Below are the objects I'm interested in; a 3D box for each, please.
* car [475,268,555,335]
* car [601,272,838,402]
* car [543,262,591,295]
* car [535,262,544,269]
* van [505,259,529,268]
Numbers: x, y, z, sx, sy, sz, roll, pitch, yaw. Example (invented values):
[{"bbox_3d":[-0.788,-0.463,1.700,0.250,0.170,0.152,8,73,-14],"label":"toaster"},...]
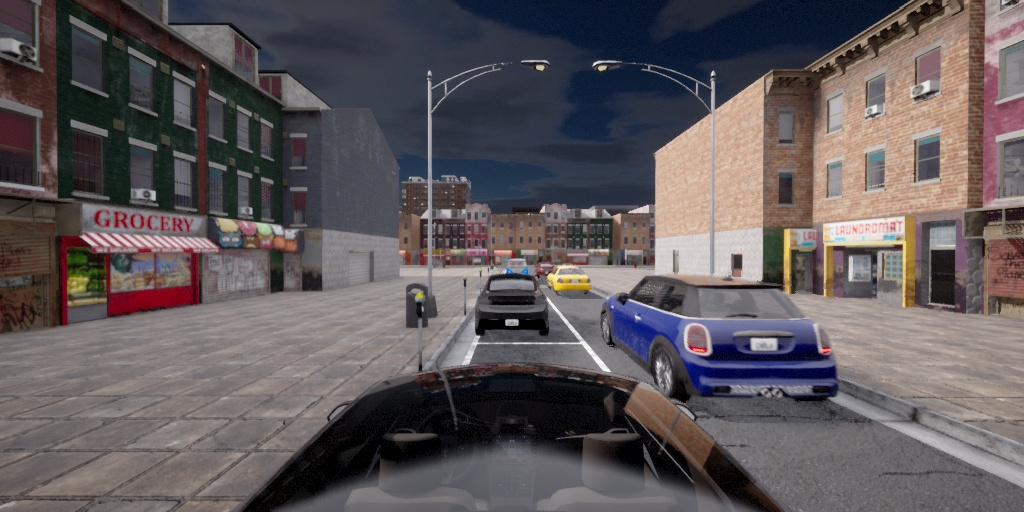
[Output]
[{"bbox_3d":[0.000,1.253,10.501,1.837,1.490,4.892,0,0,0],"label":"car"},{"bbox_3d":[3.116,1.104,6.552,2.097,1.767,4.553,0,0,0],"label":"car"},{"bbox_3d":[3.021,1.206,19.786,1.801,1.575,5.366,0,0,0],"label":"car"},{"bbox_3d":[3.113,1.283,33.432,1.812,1.442,4.674,0,0,0],"label":"car"},{"bbox_3d":[0.382,1.095,27.349,1.690,1.789,3.998,0,0,0],"label":"van"}]
